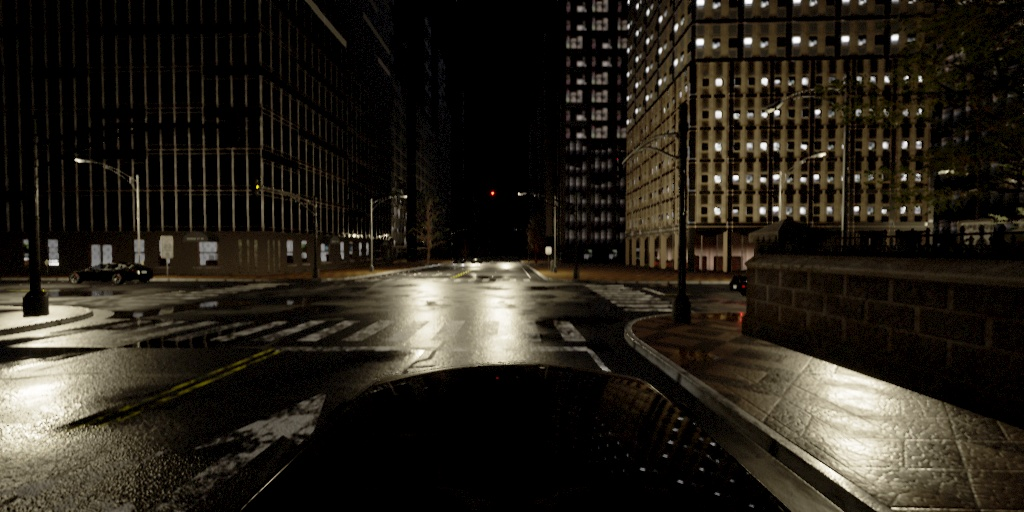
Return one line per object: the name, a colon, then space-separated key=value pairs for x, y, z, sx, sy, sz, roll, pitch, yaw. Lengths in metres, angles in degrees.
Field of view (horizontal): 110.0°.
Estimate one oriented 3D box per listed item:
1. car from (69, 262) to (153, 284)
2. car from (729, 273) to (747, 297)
car: x=-25.602 y=1.068 z=23.008 sx=4.313 sy=1.339 sz=1.948 roll=0 pitch=0 yaw=2
car: x=12.443 y=1.233 z=16.214 sx=4.674 sy=1.442 sz=1.812 roll=0 pitch=1 yaw=2
